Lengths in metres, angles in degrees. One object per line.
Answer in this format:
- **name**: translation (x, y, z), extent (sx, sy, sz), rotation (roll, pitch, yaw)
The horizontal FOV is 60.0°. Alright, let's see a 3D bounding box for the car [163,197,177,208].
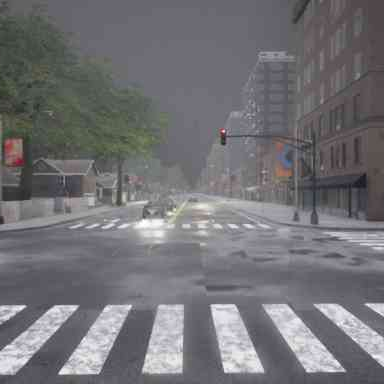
- **car**: translation (-3.255, 1.549, 49.785), extent (1.812, 1.442, 4.674), rotation (0, 0, 0)

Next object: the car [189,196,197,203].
- **car**: translation (0.209, 1.538, 70.222), extent (2.128, 1.511, 4.902), rotation (0, 0, 0)

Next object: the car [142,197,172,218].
- **car**: translation (-3.297, 1.500, 30.093), extent (2.128, 1.511, 4.902), rotation (0, 0, 0)

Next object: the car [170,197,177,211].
- **car**: translation (-3.278, 1.367, 39.828), extent (2.097, 1.767, 4.553), rotation (0, 0, 0)
